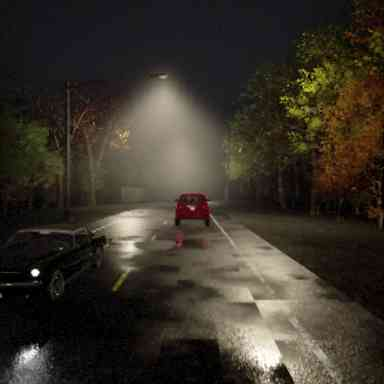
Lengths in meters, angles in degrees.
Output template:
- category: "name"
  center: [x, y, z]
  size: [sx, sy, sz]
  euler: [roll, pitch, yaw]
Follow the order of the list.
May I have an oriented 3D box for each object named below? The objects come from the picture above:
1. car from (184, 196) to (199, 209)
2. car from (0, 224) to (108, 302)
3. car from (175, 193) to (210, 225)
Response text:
- category: "car"
  center: [-0.074, 1.239, 41.076]
  size: [1.812, 1.442, 4.674]
  euler: [0, 1, 0]
- category: "car"
  center: [-3.580, 1.542, 8.224]
  size: [1.895, 1.301, 4.718]
  euler: [0, 0, 0]
- category: "car"
  center: [0.022, 1.065, 22.435]
  size: [2.150, 2.045, 5.566]
  euler: [0, 0, 0]
